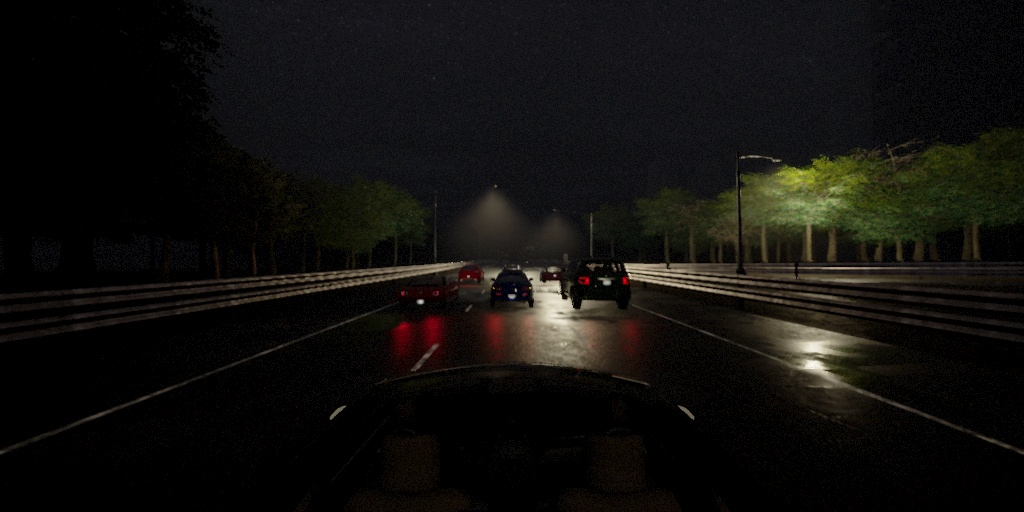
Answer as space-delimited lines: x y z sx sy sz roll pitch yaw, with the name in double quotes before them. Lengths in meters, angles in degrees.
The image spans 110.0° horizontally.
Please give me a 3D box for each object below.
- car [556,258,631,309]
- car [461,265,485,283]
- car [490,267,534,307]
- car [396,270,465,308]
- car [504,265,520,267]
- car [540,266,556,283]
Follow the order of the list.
"car" 3.499 1.100 15.885 2.150 2.045 5.566 0 0 0
"car" -3.497 1.501 31.324 1.882 1.535 5.008 0 0 0
"car" 0.004 1.413 16.229 1.812 1.442 4.674 0 0 0
"car" -3.500 1.485 15.966 1.895 1.301 4.718 0 -1 0
"car" 0.001 1.515 31.147 2.128 1.511 4.902 0 0 0
"car" 3.501 1.587 31.179 1.994 1.385 4.181 0 0 0
